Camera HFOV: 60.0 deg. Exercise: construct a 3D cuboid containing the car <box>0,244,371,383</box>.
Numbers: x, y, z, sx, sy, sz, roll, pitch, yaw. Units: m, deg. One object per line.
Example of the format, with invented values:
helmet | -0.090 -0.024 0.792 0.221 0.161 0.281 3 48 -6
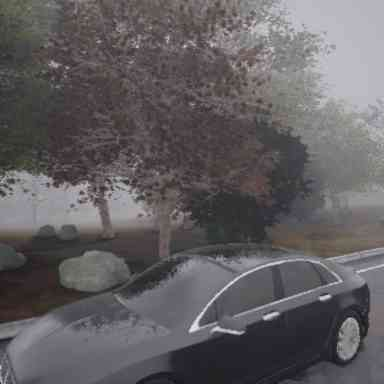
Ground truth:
car | 0.374 1.506 4.226 4.892 1.490 1.837 1 0 -35
